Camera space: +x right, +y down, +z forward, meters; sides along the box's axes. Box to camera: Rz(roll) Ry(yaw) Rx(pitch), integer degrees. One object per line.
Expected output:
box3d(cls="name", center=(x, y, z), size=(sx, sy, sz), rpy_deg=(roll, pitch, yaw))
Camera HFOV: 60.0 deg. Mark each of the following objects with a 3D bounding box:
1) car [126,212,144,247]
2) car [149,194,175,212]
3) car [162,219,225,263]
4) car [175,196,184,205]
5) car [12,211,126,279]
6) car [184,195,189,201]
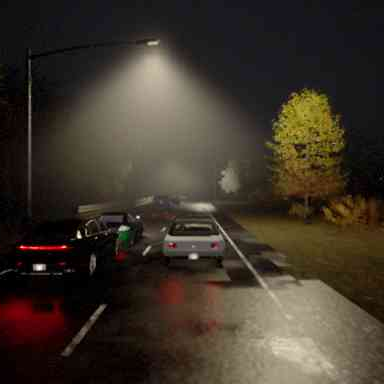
box3d(cls="car", center=(-3.400, 1.574, 15.181), size=(1.994, 1.385, 4.181), rpy_deg=(0, 0, 0))
box3d(cls="car", center=(-3.545, 1.297, 40.169), size=(2.150, 2.045, 5.566), rpy_deg=(0, 0, -2))
box3d(cls="car", center=(0.073, 1.607, 11.985), size=(1.895, 1.301, 4.718), rpy_deg=(0, 0, 1))
box3d(cls="car", center=(-3.141, 1.688, 61.861), size=(1.994, 1.385, 4.181), rpy_deg=(0, 0, 1))
box3d(cls="car", center=(-3.498, 1.502, 10.066), size=(1.837, 1.490, 4.892), rpy_deg=(0, -1, 0))
box3d(cls="car", center=(-2.639, 1.901, 94.566), size=(1.895, 1.301, 4.718), rpy_deg=(0, 0, 1))
